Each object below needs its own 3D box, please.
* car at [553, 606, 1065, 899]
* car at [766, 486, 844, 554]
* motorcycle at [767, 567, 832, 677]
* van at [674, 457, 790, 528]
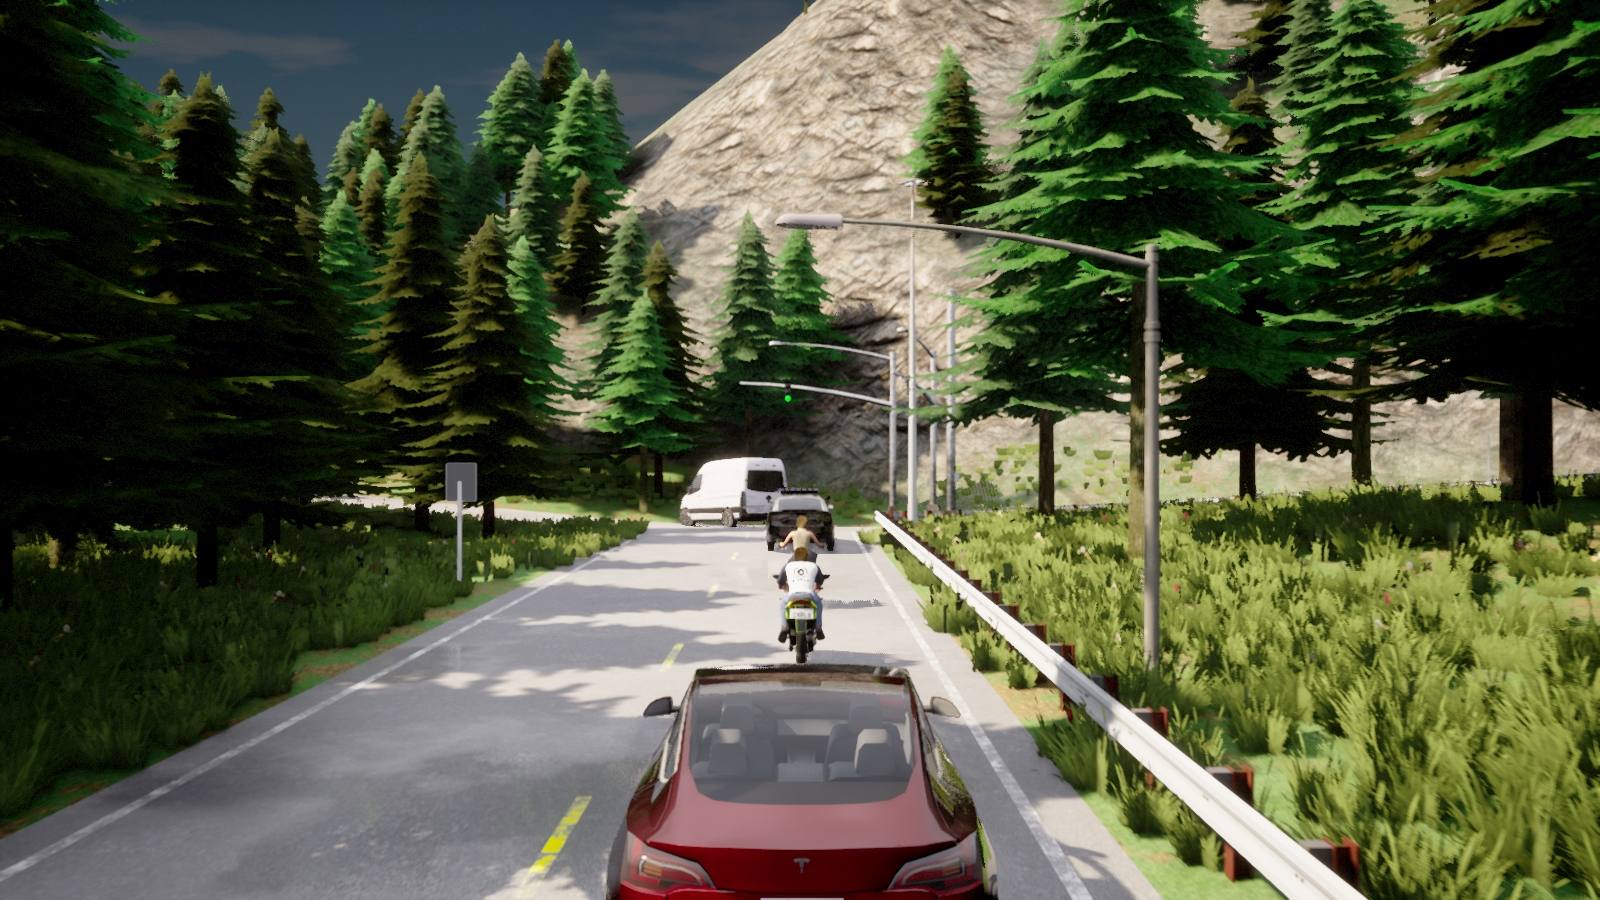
[{"bbox_3d":[0.039,2.059,7.218,2.163,1.488,4.792,0,0,0],"label":"car"},{"bbox_3d":[0.076,1.968,33.303,2.097,1.638,5.238,0,0,-2],"label":"car"},{"bbox_3d":[-0.003,2.206,14.984,0.803,1.145,2.033,0,0,0],"label":"motorcycle"},{"bbox_3d":[-2.739,1.717,44.239,1.988,2.561,5.915,3,-4,-31],"label":"van"}]
